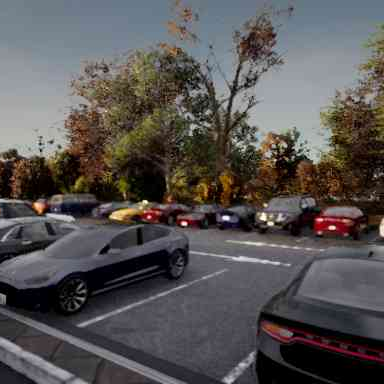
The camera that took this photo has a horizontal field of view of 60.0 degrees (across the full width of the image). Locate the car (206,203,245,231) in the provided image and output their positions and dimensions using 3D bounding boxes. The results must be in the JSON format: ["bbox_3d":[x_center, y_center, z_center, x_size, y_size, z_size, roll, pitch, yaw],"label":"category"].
[{"bbox_3d":[3.229,1.493,20.268,2.163,1.488,4.792,0,0,35],"label":"car"}]

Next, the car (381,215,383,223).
[{"bbox_3d":[9.916,1.507,15.469,2.002,1.452,4.674,0,0,35],"label":"car"}]

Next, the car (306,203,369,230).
[{"bbox_3d":[7.747,1.465,17.010,2.097,1.535,5.008,0,0,35],"label":"car"}]

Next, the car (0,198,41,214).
[{"bbox_3d":[-19.459,1.514,36.418,2.097,1.535,5.008,-1,0,36],"label":"car"}]

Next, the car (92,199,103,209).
[{"bbox_3d":[-5.864,1.513,26.705,2.002,1.452,4.674,0,0,35],"label":"car"}]

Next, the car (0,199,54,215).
[{"bbox_3d":[-17.194,1.541,34.795,2.002,1.452,4.674,0,0,36],"label":"car"}]

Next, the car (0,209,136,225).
[{"bbox_3d":[-4.249,1.464,9.495,2.231,1.521,4.892,0,0,36],"label":"car"}]

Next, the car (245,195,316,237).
[{"bbox_3d":[5.463,1.211,18.607,2.435,2.045,5.566,0,0,35],"label":"car"}]

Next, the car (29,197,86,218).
[{"bbox_3d":[-12.682,1.357,31.532,2.185,1.767,4.553,0,0,36],"label":"car"}]

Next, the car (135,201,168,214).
[{"bbox_3d":[-1.328,1.468,23.471,2.097,1.535,5.008,0,0,35],"label":"car"}]

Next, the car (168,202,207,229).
[{"bbox_3d":[0.926,1.495,21.836,2.163,1.488,4.792,0,0,35],"label":"car"}]

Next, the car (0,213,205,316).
[{"bbox_3d":[-1.984,1.492,7.852,2.163,1.488,4.792,0,0,35],"label":"car"}]

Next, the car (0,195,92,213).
[{"bbox_3d":[-6.517,1.214,11.150,2.435,2.045,5.566,0,0,35],"label":"car"}]

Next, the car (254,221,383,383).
[{"bbox_3d":[2.598,1.467,4.619,2.097,1.535,5.008,0,0,35],"label":"car"}]

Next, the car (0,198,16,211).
[{"bbox_3d":[-23.995,1.552,39.648,2.097,1.535,5.008,-1,0,36],"label":"car"}]

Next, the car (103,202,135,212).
[{"bbox_3d":[-3.702,1.467,24.940,1.946,1.575,5.366,0,0,35],"label":"car"}]

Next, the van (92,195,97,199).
[{"bbox_3d":[-10.333,1.251,30.037,1.878,1.987,4.442,0,0,36],"label":"van"}]
